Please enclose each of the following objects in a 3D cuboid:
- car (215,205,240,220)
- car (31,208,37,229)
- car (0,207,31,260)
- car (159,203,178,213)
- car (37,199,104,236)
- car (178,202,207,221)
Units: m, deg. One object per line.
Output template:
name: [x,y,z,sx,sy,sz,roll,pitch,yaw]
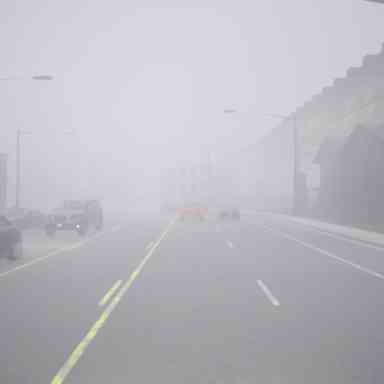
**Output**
car: [3.391,1.929,32.386,1.994,1.385,4.181,0,-1,-3]
car: [-10.556,1.721,20.284,2.128,1.511,4.902,0,-1,0]
car: [-7.078,1.465,9.933,2.097,1.767,4.553,0,-1,0]
car: [-2.937,2.107,44.906,1.895,1.301,4.718,0,-1,-23]
car: [-7.059,1.454,20.526,2.150,2.045,5.566,0,-1,0]
car: [-0.055,1.702,31.023,2.097,1.767,4.553,0,-1,-2]
